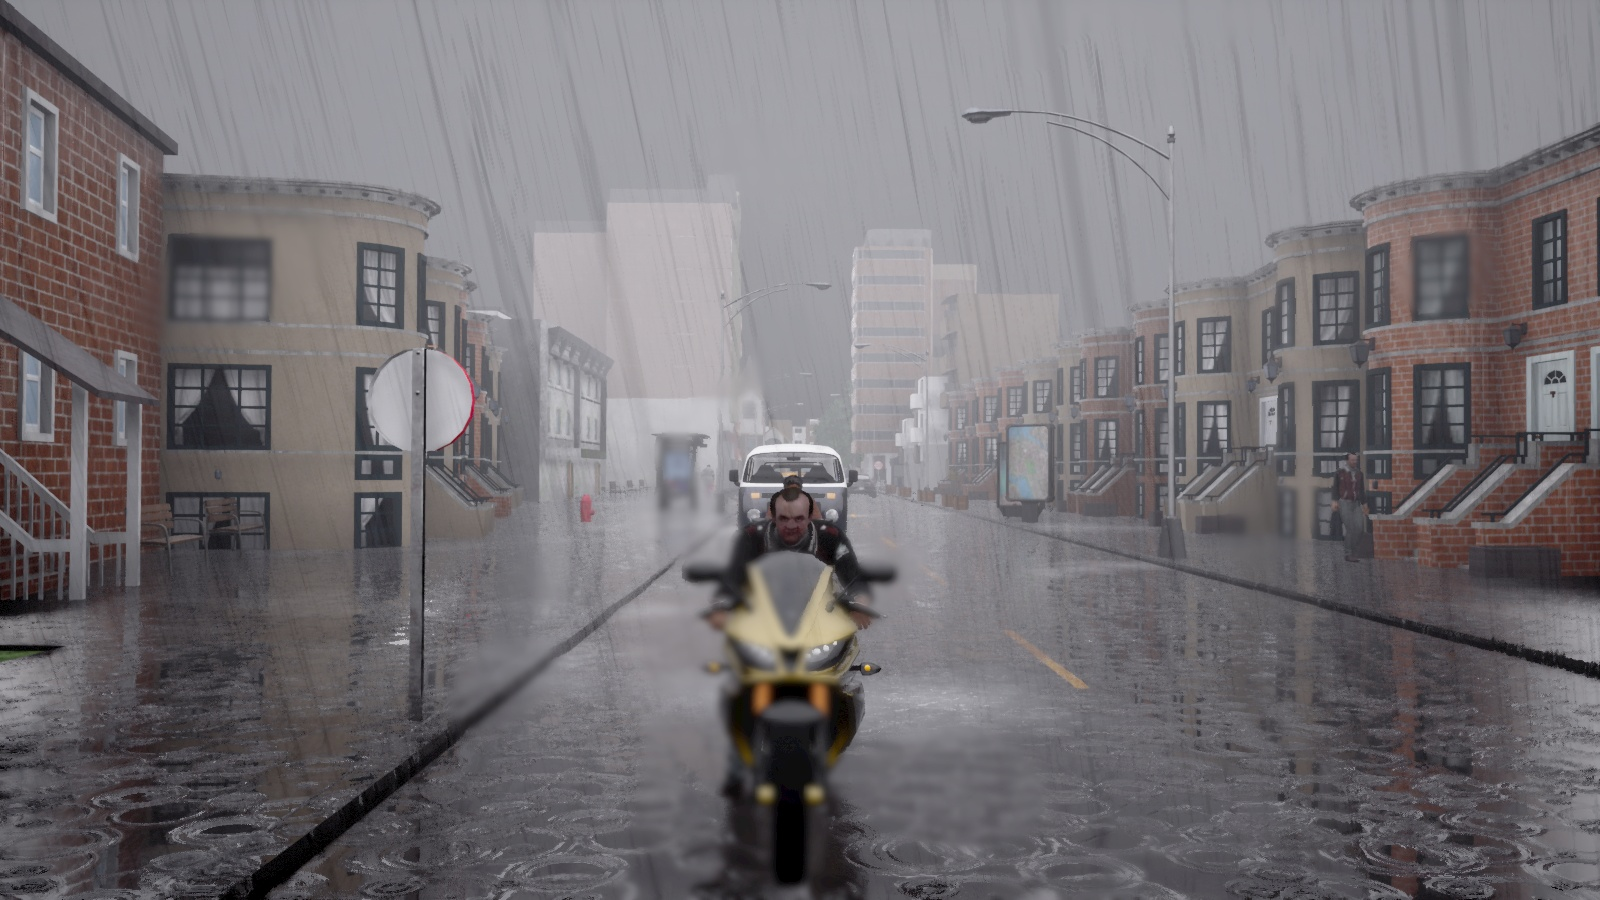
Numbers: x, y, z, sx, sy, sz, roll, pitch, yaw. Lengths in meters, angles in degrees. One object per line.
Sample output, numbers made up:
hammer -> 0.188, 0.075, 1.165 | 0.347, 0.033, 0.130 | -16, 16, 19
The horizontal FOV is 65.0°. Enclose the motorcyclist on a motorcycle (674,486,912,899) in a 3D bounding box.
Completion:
motorcyclist on a motorcycle -> -0.032, 0.945, 5.682 | 0.866, 1.530, 2.191 | 0, -1, 0

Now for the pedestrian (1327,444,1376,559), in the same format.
pedestrian -> 9.008, 0.832, 20.517 | 0.376, 1.854, 0.720 | 0, -1, -10

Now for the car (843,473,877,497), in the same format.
car -> 3.639, 2.107, 76.466 | 1.812, 1.442, 4.674 | 0, -1, 0

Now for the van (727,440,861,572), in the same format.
van -> -0.106, 0.902, 21.712 | 2.069, 2.038, 4.480 | 0, -1, 0

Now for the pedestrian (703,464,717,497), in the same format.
pedestrian -> -5.230, 1.765, 72.828 | 0.659, 1.952, 0.873 | 0, -1, 8

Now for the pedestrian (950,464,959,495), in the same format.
pedestrian -> 8.989, 1.712, 73.038 | 0.431, 1.840, 0.709 | 0, -1, 3
